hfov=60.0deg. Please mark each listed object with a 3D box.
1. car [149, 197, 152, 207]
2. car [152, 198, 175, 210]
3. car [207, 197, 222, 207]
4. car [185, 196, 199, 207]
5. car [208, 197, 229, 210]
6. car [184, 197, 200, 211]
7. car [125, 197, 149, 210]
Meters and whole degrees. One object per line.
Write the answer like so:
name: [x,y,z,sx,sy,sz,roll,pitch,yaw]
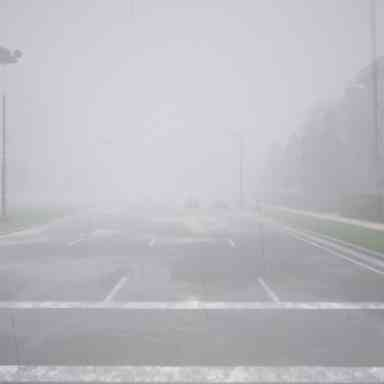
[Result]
car: [-7.015,1.525,51.869,2.033,1.411,5.357,0,0,0]
car: [-3.512,1.508,41.869,1.812,1.442,4.674,0,0,0]
car: [3.485,1.524,51.872,2.033,1.411,5.357,0,0,0]
car: [-0.015,1.469,51.871,2.128,1.511,4.902,0,0,0]
car: [3.488,1.545,41.871,1.994,1.385,4.181,0,0,0]
car: [-0.012,1.473,41.454,2.128,1.511,4.902,0,0,0]
car: [-7.012,1.583,41.898,1.895,1.301,4.718,0,0,0]
